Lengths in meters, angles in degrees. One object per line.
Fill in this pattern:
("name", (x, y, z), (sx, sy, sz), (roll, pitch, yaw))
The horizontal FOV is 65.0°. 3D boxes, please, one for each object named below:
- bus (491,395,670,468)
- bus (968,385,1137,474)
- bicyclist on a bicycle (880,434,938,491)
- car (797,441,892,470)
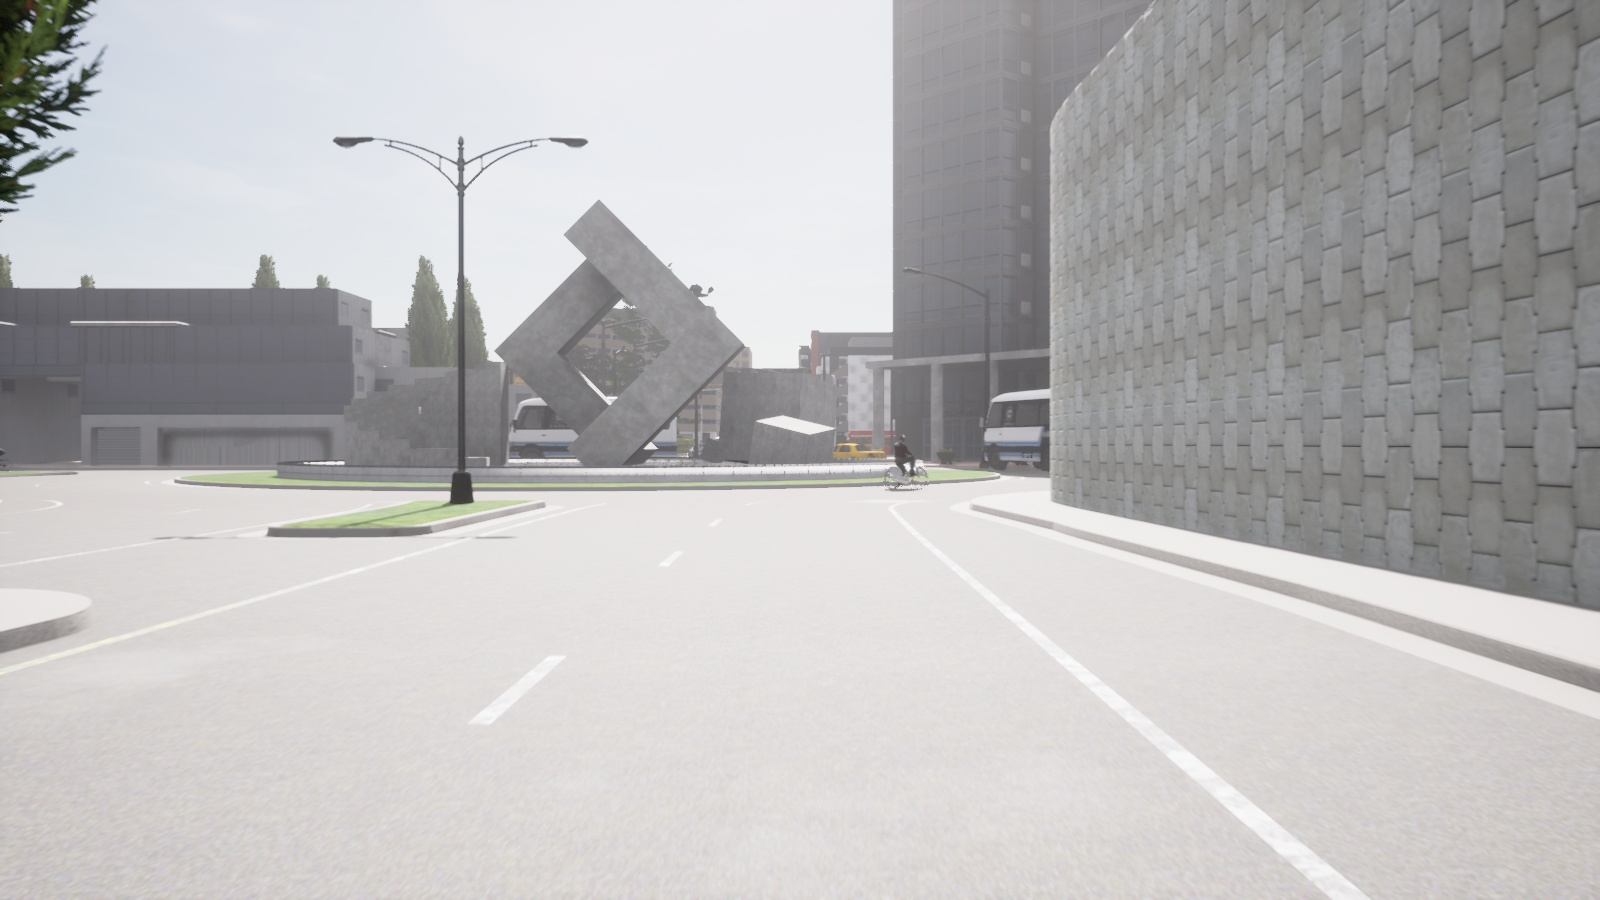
("bus", (-12.925, -1.063, 75.016), (10.273, 4.253, 3.944), (0, 0, -6))
("bus", (12.819, -0.986, 65.057), (3.944, 4.253, 10.273), (0, 0, -19))
("bicyclist on a bicycle", (3.488, 0.394, 40.106), (1.843, 1.776, 0.659), (0, 0, -37))
("car", (2.515, 0.282, 71.892), (5.366, 1.575, 1.801), (0, 1, 38))
